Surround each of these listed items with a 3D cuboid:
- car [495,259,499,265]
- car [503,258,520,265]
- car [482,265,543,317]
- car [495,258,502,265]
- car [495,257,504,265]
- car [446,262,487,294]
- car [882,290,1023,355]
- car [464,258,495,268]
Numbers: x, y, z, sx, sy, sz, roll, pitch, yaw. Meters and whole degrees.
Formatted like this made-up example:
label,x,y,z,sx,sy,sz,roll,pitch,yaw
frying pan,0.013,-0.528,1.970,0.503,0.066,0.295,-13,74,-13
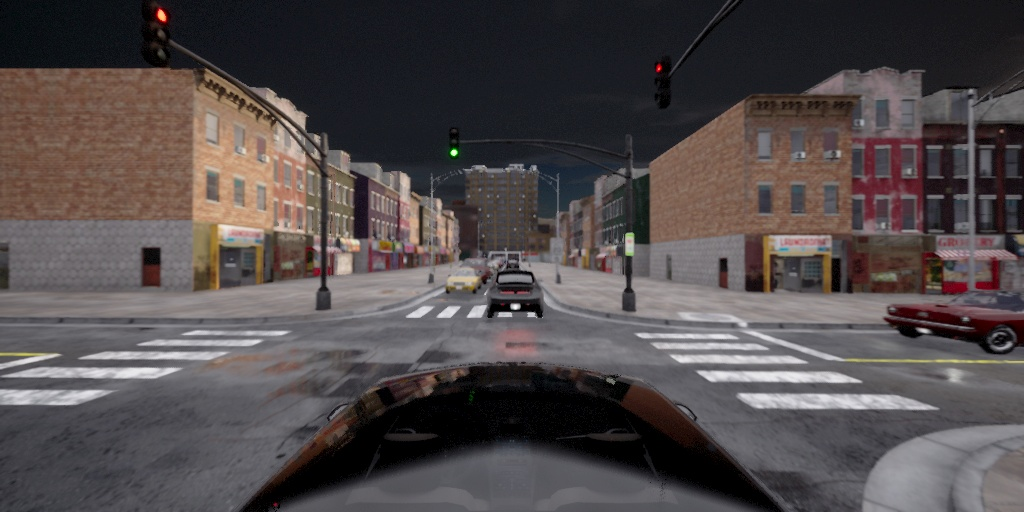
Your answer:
label,x,y,z,sx,sy,sz,roll,pitch,yaw
car,-2.637,1.286,36.740,2.007,1.370,4.403,0,0,0
car,0.101,1.222,50.589,1.882,1.535,5.008,0,0,0
car,0.102,1.254,13.259,1.837,1.490,4.892,0,0,0
car,-2.637,1.267,47.457,1.751,1.417,4.829,0,0,0
car,-2.636,1.295,58.516,1.888,1.381,4.507,0,0,0
car,-2.637,1.261,20.239,1.751,1.417,4.829,0,0,0
car,11.982,1.493,8.634,4.718,1.301,1.895,1,0,-3
car,-2.637,1.049,25.852,2.192,1.841,5.009,0,0,0
